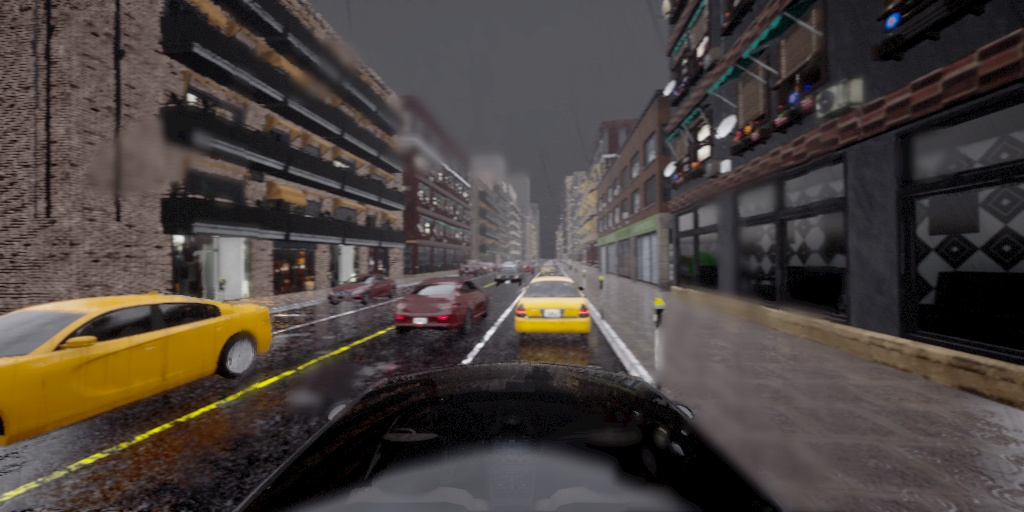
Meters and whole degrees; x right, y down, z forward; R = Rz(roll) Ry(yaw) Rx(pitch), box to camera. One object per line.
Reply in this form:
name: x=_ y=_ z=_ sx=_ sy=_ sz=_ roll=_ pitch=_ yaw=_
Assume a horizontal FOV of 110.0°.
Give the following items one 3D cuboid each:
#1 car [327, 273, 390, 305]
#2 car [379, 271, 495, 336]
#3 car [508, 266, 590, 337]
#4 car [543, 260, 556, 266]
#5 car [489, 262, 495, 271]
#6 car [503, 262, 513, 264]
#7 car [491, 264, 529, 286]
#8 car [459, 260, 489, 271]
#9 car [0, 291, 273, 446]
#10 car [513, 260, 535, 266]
car: x=-6.953 y=1.504 z=17.126 sx=1.802 sy=1.307 sz=4.207 roll=0 pitch=0 yaw=6
car: x=-1.873 y=1.347 z=10.615 sx=1.812 sy=1.442 sz=4.674 roll=-1 pitch=0 yaw=6
car: x=1.170 y=1.236 z=10.396 sx=1.801 sy=1.575 sz=5.366 roll=-1 pitch=0 yaw=6
car: x=3.939 y=1.410 z=38.746 sx=1.751 sy=1.417 sz=4.829 roll=0 pitch=0 yaw=6
car: x=-3.770 y=1.460 z=45.126 sx=1.967 sy=1.591 sz=4.097 roll=0 pitch=0 yaw=6
car: x=-0.458 y=1.536 z=50.523 sx=1.812 sy=1.442 sz=4.674 roll=-1 pitch=0 yaw=7
car: x=-0.039 y=1.479 z=26.738 sx=1.895 sy=1.301 sz=4.718 roll=-1 pitch=0 yaw=6
car: x=-4.406 y=1.316 z=39.527 sx=2.192 sy=1.841 sz=5.009 roll=0 pitch=0 yaw=6
car: x=-5.751 y=1.321 z=4.849 sx=1.882 sy=1.535 sz=5.008 roll=-1 pitch=0 yaw=6
car: x=1.679 y=1.288 z=42.777 sx=2.097 sy=1.767 sz=4.553 roll=-1 pitch=0 yaw=6
